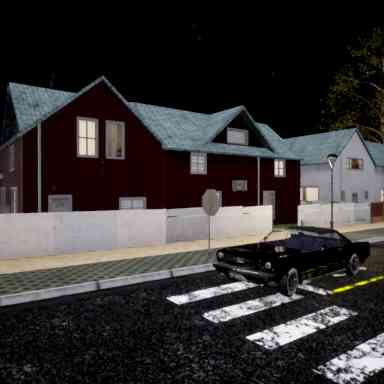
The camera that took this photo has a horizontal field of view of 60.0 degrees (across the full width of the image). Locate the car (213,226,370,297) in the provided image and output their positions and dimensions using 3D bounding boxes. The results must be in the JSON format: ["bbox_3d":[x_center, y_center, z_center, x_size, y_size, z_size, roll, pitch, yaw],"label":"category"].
[{"bbox_3d":[2.803,1.630,8.867,4.718,1.301,1.895,0,0,-39],"label":"car"}]
